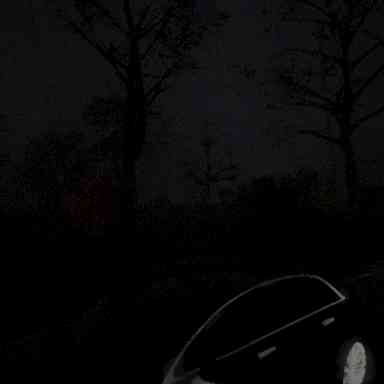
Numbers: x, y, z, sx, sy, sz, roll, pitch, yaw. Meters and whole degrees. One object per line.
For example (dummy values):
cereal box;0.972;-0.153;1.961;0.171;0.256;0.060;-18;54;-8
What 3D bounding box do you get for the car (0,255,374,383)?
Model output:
car;0.116;1.531;3.431;4.892;1.490;1.837;0;-1;-39
